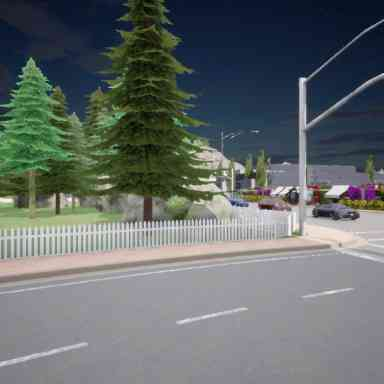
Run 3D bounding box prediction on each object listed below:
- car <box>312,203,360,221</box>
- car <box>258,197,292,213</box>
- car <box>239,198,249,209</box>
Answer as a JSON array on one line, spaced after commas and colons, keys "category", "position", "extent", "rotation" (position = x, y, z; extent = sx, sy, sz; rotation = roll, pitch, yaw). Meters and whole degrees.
[{"category": "car", "position": [12.115, 1.620, 28.248], "extent": [1.994, 1.385, 4.181], "rotation": [0, 0, -16]}, {"category": "car", "position": [9.312, 1.408, 37.707], "extent": [2.097, 1.767, 4.553], "rotation": [0, 0, -16]}, {"category": "car", "position": [6.382, 1.533, 47.601], "extent": [1.882, 1.535, 5.008], "rotation": [0, 0, -17]}]
